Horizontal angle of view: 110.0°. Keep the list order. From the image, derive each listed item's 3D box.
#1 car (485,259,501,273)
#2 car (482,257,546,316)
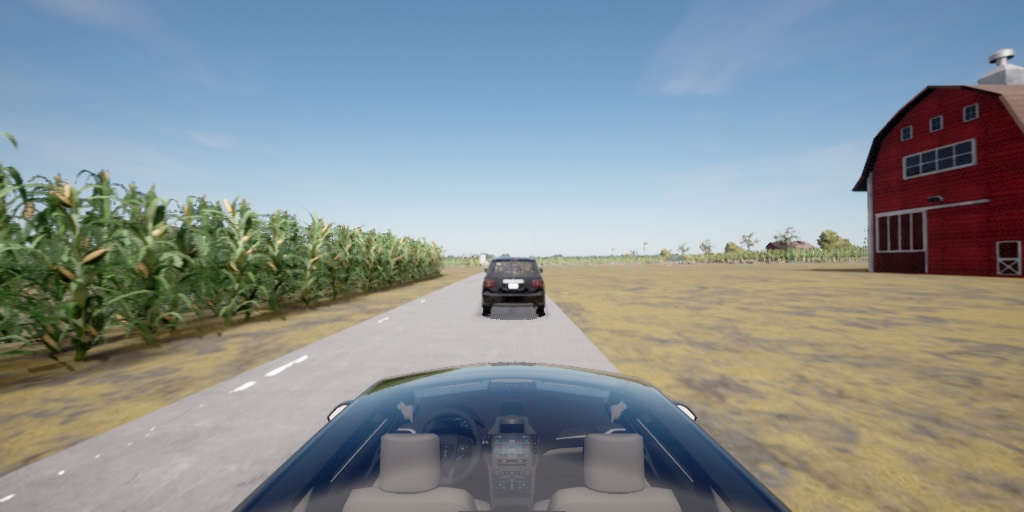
[{"bbox_3d":[-2.805,1.473,54.226,2.150,2.045,5.566,0,-1,0],"label":"car"},{"bbox_3d":[0.067,1.047,13.956,2.150,2.045,5.566,0,0,0],"label":"car"}]
